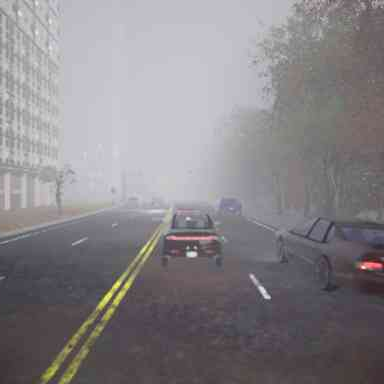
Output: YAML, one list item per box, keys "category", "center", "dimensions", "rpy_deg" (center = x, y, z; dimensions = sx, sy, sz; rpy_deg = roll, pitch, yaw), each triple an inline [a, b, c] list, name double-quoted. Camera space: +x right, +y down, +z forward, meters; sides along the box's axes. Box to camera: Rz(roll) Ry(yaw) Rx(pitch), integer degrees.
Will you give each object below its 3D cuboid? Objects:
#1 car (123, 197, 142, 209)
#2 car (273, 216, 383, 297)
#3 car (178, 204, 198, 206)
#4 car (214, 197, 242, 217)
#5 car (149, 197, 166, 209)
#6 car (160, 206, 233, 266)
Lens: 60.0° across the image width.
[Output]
- category: "car"
  center: [-7.621, 1.401, 42.890]
  dimensions: [1.812, 1.442, 4.674]
  rpy_deg: [0, 0, -3]
- category: "car"
  center: [3.382, 1.283, 7.654]
  dimensions: [2.033, 1.411, 5.357]
  rpy_deg: [5, -1, 0]
- category: "car"
  center: [-0.300, 1.524, 25.026]
  dimensions: [1.895, 1.301, 4.718]
  rpy_deg: [0, 0, -1]
- category: "car"
  center: [2.951, 1.210, 27.955]
  dimensions: [1.882, 1.535, 5.008]
  rpy_deg: [2, -2, -1]
- category: "car"
  center: [-4.358, 1.367, 42.653]
  dimensions: [2.128, 1.511, 4.902]
  rpy_deg: [0, 0, -3]
- category: "car"
  center: [-0.019, 1.456, 11.369]
  dimensions: [2.128, 1.511, 4.902]
  rpy_deg: [0, 0, 0]
